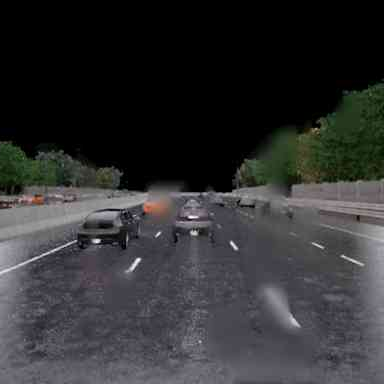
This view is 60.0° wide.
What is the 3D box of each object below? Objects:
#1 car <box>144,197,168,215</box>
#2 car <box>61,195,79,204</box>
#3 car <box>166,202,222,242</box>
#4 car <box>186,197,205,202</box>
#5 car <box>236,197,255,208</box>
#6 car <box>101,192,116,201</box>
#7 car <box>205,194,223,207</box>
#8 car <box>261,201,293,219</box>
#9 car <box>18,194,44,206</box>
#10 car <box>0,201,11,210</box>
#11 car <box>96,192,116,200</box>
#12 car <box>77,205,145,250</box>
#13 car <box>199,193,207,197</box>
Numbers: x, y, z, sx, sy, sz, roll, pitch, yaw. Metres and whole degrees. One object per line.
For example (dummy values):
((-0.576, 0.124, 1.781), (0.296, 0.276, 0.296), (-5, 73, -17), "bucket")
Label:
((-3.439, 1.262, 32.206), (2.097, 1.767, 4.553), (0, 0, 0), "car")
((-21.132, 1.288, 57.758), (1.994, 1.385, 4.181), (0, 1, 0), "car")
((0.080, 1.466, 16.126), (2.128, 1.511, 4.902), (0, 0, 0), "car")
((0.059, 1.466, 33.595), (1.994, 1.385, 4.181), (0, 0, 0), "car")
((7.046, 1.399, 44.003), (1.994, 1.385, 4.181), (0, 0, 0), "car")
((-17.585, 0.973, 70.365), (2.097, 1.767, 4.553), (0, 0, 0), "car")
((3.441, 1.355, 48.019), (2.033, 1.411, 5.357), (0, 0, 0), "car")
((7.066, 1.457, 27.875), (1.812, 1.442, 4.674), (0, 0, 0), "car")
((-24.630, 1.134, 51.040), (2.097, 1.767, 4.553), (0, 1, 0), "car")
((-17.633, 1.453, 28.934), (1.812, 1.442, 4.674), (0, 0, 0), "car")
((-14.142, 1.267, 53.420), (1.837, 1.490, 4.892), (0, 1, 0), "car")
((-3.418, 1.485, 14.295), (1.837, 1.490, 4.892), (0, 0, 0), "car")
((3.399, 1.097, 84.002), (1.812, 1.442, 4.674), (0, 0, 0), "car")
